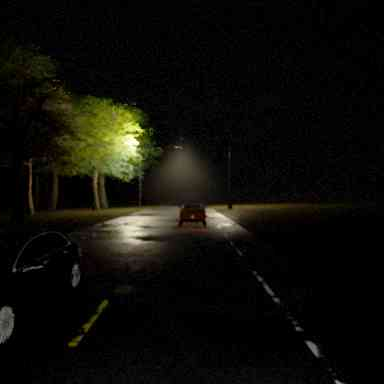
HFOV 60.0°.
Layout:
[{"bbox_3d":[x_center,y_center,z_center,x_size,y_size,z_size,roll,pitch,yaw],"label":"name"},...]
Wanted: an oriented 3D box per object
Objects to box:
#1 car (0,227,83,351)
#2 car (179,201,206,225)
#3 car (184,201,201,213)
[{"bbox_3d":[-3.557,1.498,6.207,1.837,1.490,4.892,0,0,0],"label":"car"},{"bbox_3d":[0.059,1.543,24.949,1.882,1.535,5.008,0,0,0],"label":"car"},{"bbox_3d":[0.068,1.826,42.073,2.033,1.411,5.357,0,-1,0],"label":"car"}]
